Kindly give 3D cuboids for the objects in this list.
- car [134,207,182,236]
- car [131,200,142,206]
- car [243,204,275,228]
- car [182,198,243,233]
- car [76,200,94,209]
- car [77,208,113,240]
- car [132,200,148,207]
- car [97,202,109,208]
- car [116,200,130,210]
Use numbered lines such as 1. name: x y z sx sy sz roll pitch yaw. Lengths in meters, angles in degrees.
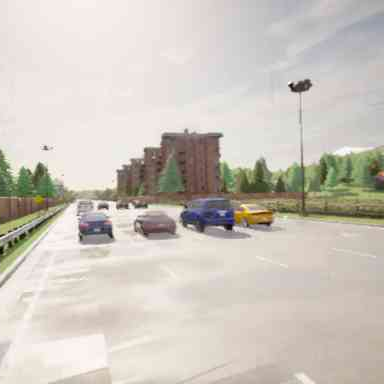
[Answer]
1. car: -2.364 1.857 20.586 1.994 1.385 4.181 -1 -1 -19
2. car: -14.722 2.898 88.429 2.128 1.511 4.902 -1 -1 -19
3. car: 3.929 1.640 23.806 1.882 1.535 5.008 -1 -1 -19
4. car: 0.901 1.443 21.828 2.150 2.045 5.566 -1 0 -19
5. car: -14.457 2.108 45.142 2.150 2.045 5.566 -1 0 -19
6. car: -5.759 1.898 19.694 1.812 1.442 4.674 -1 -1 -19
7. car: -9.724 2.314 63.410 2.097 1.767 4.553 -1 -1 -19
8. car: -16.326 2.616 61.103 1.837 1.490 4.892 -1 -1 -19
9. car: -13.061 2.391 62.354 2.097 1.767 4.553 -1 -1 -19
